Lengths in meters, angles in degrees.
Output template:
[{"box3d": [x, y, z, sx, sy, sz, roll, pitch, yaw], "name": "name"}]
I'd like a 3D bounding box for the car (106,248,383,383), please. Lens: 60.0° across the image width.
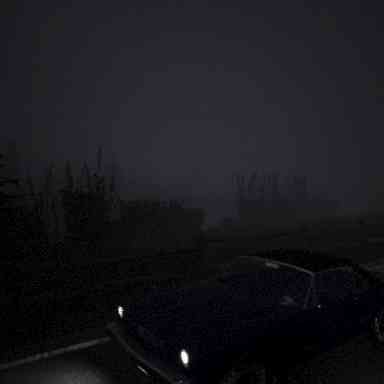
[{"box3d": [1.257, 1.607, 4.886, 4.718, 1.301, 1.895, 0, 0, -35], "name": "car"}]
